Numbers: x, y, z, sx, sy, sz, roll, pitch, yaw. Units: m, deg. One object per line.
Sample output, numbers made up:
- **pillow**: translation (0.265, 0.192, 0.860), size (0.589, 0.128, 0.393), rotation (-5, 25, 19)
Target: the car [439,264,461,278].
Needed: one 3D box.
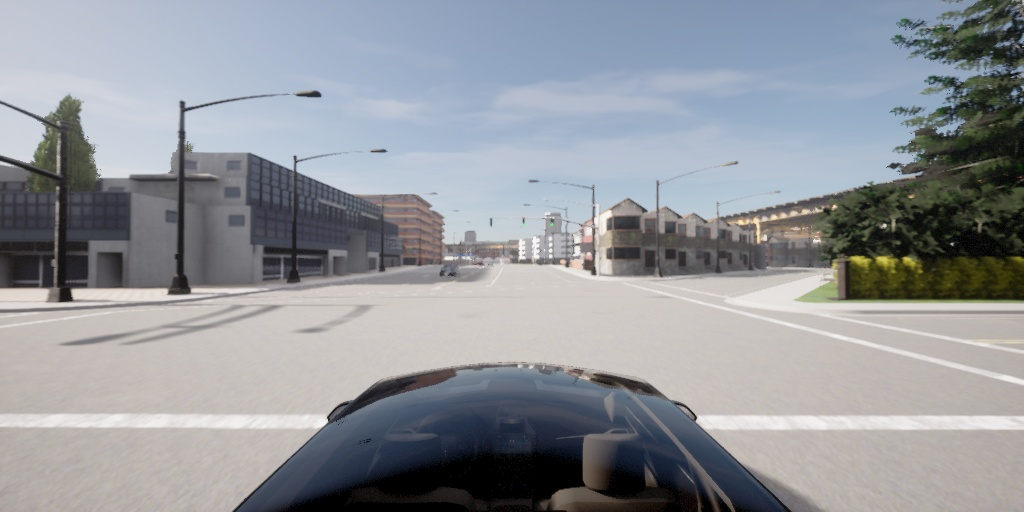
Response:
- **car**: translation (-7.013, 1.673, 40.755), size (2.128, 1.511, 4.902), rotation (0, 1, 0)
